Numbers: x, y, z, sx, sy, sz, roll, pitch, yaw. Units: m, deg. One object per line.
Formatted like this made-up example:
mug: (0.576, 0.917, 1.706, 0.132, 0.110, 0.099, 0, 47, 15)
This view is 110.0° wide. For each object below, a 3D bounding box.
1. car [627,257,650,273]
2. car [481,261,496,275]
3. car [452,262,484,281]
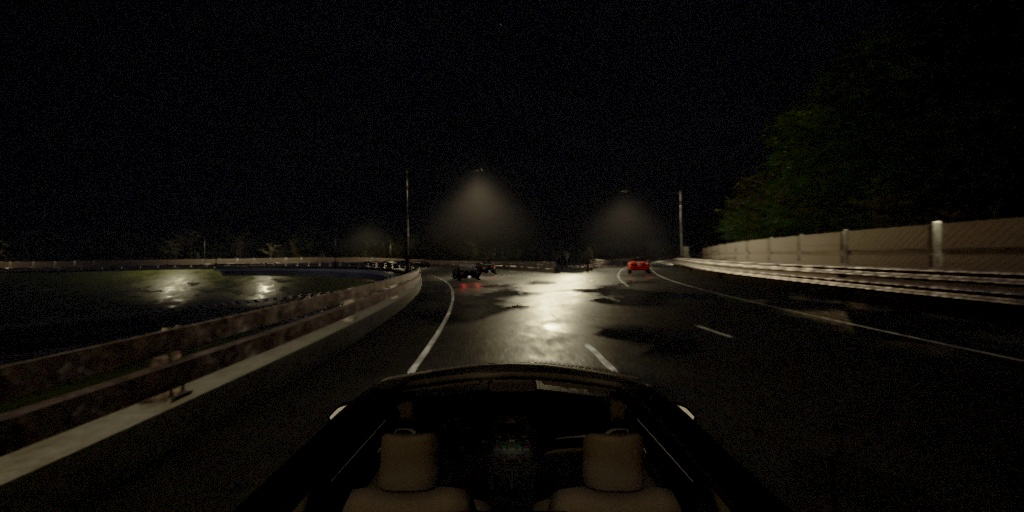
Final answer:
car: (13.352, 0.845, 37.980, 2.097, 1.767, 4.553, -1, 0, 17)
car: (-3.140, 1.311, 39.238, 1.837, 1.490, 4.892, 0, 0, -21)
car: (-4.061, 1.425, 31.171, 1.895, 1.301, 4.718, -1, 0, -16)
